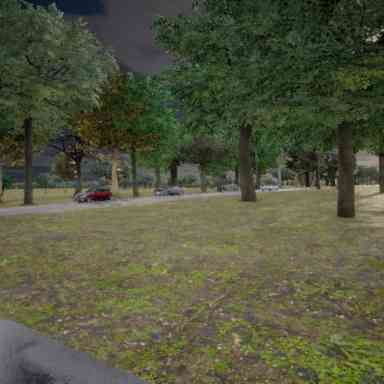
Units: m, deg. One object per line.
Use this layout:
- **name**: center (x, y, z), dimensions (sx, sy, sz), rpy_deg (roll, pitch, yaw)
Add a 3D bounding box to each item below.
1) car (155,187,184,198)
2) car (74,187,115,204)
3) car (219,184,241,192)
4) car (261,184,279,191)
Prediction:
- **car**: center (-3.242, -0.019, 47.717), dimensions (2.128, 1.511, 4.902), rpy_deg (-1, 2, 38)
- **car**: center (-11.028, 0.334, 37.622), dimensions (2.097, 1.767, 4.553), rpy_deg (-1, 2, 38)
- **car**: center (7.027, -0.773, 60.901), dimensions (2.033, 1.411, 5.357), rpy_deg (-1, 2, 38)
- **car**: center (15.494, -0.862, 66.006), dimensions (1.895, 1.301, 4.718), rpy_deg (-1, 2, 37)
